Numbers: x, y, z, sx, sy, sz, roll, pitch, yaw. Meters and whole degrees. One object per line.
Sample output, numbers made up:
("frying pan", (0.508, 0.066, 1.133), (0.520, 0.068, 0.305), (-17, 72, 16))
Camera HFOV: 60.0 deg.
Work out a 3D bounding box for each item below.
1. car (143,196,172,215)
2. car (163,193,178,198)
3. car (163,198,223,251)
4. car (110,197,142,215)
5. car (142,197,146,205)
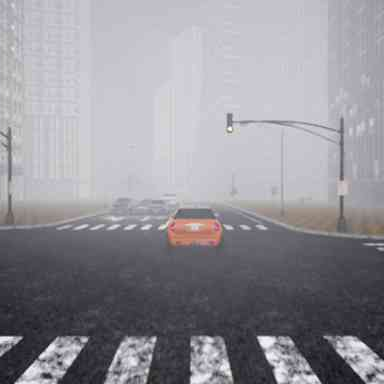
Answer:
("car", (-3.337, 1.462, 32.806), (1.812, 1.442, 4.674), (0, 0, 0))
("car", (-3.339, 1.111, 49.551), (2.150, 2.045, 5.566), (0, 0, 0))
("car", (0.106, 1.323, 14.254), (2.097, 1.767, 4.553), (0, 0, 0))
("car", (-6.588, 1.288, 32.603), (2.097, 1.767, 4.553), (0, 0, 0))
("car", (-6.593, 1.451, 49.671), (1.994, 1.385, 4.181), (0, 0, 0))
